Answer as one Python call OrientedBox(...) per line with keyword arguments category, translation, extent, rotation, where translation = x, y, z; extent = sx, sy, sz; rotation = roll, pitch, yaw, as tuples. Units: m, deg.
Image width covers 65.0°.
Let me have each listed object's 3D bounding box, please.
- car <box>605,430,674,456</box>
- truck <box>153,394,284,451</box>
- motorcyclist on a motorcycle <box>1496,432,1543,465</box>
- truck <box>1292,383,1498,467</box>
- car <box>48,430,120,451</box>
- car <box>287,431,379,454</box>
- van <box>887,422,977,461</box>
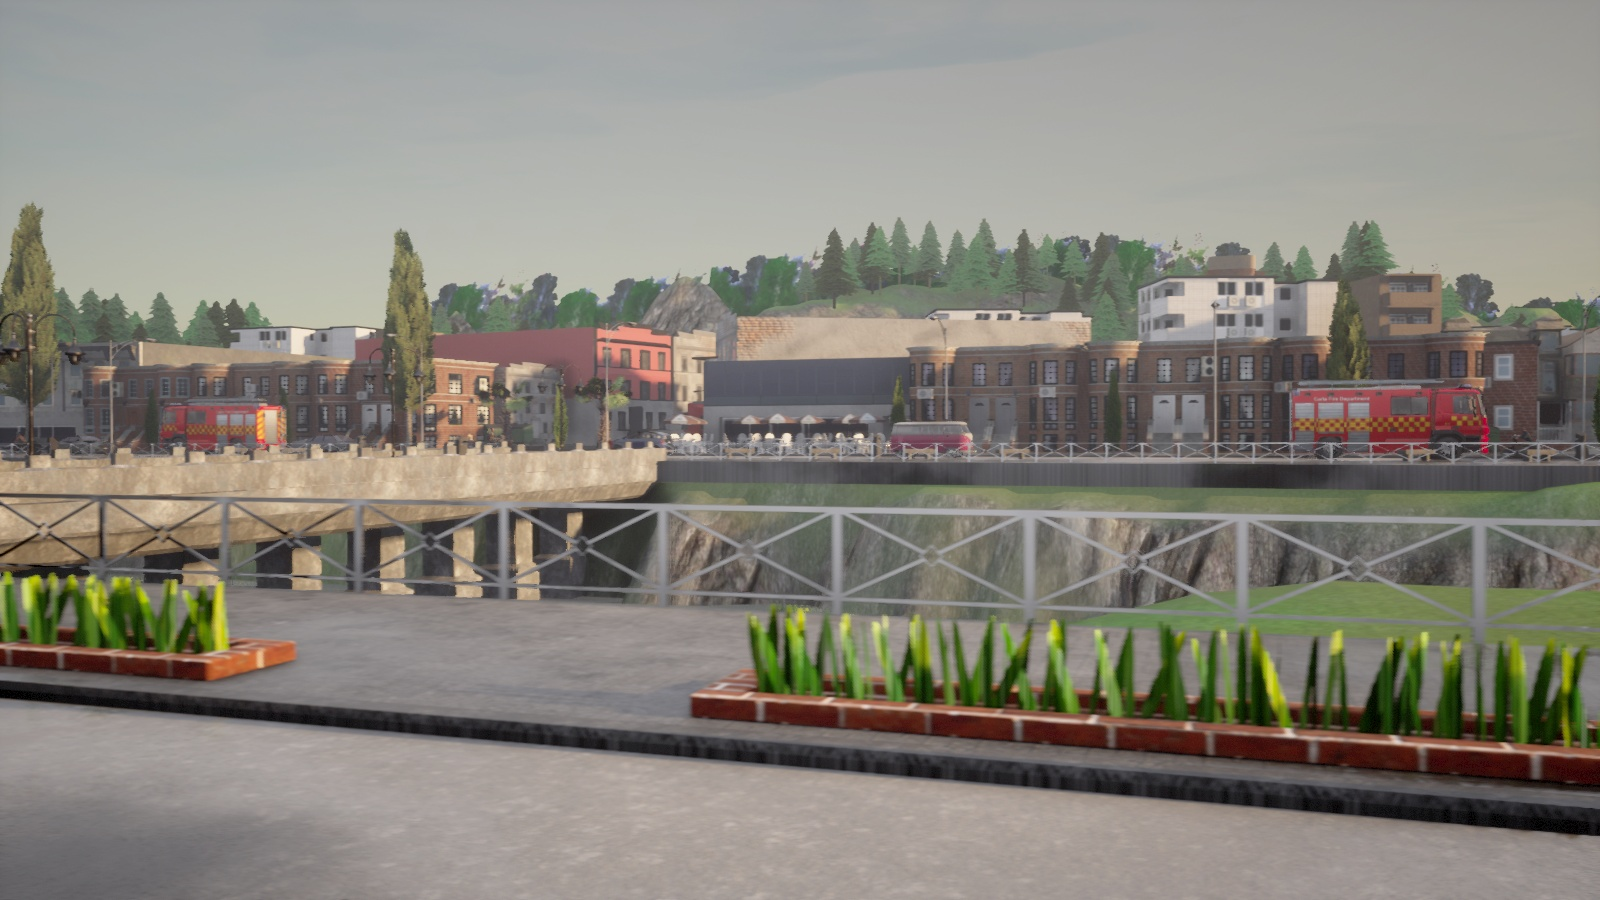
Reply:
OrientedBox(category="car", translation=(-9.738, -0.453, 76.289), extent=(3.705, 1.549, 1.789), rotation=(1, 1, 19))
OrientedBox(category="truck", translation=(-40.049, -1.873, 86.459), extent=(8.468, 3.827, 2.891), rotation=(1, 1, 19))
OrientedBox(category="motorcyclist on a motorcycle", translation=(35.069, -0.069, 61.229), extent=(1.817, 1.590, 0.866), rotation=(1, 1, 19))
OrientedBox(category="truck", translation=(27.913, -1.184, 59.399), extent=(8.468, 3.827, 2.891), rotation=(1, 1, 19))
OrientedBox(category="car", translation=(-48.517, -0.655, 85.103), extent=(4.181, 1.385, 1.994), rotation=(1, 1, 19))
OrientedBox(category="car", translation=(-29.232, -0.495, 78.622), extent=(5.357, 1.411, 2.033), rotation=(1, 1, 19))
OrientedBox(category="van", translation=(7.007, -0.458, 66.439), extent=(4.442, 1.987, 1.775), rotation=(1, 1, 19))
